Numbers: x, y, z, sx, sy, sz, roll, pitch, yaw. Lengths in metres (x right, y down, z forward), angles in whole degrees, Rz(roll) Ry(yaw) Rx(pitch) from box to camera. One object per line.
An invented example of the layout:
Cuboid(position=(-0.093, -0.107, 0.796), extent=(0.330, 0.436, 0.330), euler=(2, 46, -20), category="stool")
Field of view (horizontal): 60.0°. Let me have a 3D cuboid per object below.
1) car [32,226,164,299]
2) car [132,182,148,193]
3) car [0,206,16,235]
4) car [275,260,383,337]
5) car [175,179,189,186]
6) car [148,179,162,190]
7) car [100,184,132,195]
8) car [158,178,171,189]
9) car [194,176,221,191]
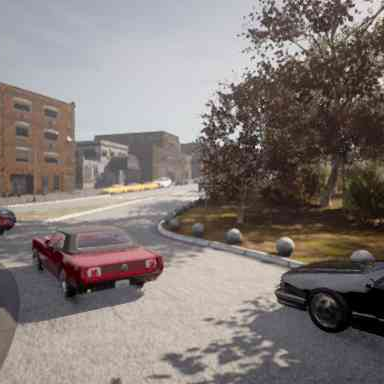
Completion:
Cuboid(position=(-2.668, 1.519, 8.418), extent=(1.895, 1.301, 4.718), euler=(0, 1, -36), category="car")
Cuboid(position=(-10.101, -0.771, 56.699), extent=(1.946, 1.575, 5.366), euler=(0, 4, 21), category="car")
Cuboid(position=(-10.945, 1.441, 16.140), extent=(4.718, 1.301, 1.895), euler=(0, 1, 28), category="car")
Cuboid(position=(3.872, 1.507, 4.553), extent=(2.033, 1.411, 5.357), euler=(0, 1, -43), category="car")
Cuboid(position=(-2.218, -2.266, 77.592), extent=(2.163, 1.488, 4.792), euler=(0, 4, 21), category="car")
Cuboid(position=(-8.155, -1.148, 61.856), extent=(1.946, 1.575, 5.366), euler=(0, 4, 21), category="car")
Cuboid(position=(-12.056, -0.392, 51.548), extent=(1.946, 1.575, 5.366), euler=(0, 4, 21), category="car")
Cuboid(position=(-6.110, -1.792, 67.261), extent=(2.435, 2.045, 5.566), euler=(0, 4, 21), category="car")
Cuboid(position=(2.734, -1.273, 57.339), extent=(2.150, 2.045, 5.566), euler=(0, 4, 22), category="car")
